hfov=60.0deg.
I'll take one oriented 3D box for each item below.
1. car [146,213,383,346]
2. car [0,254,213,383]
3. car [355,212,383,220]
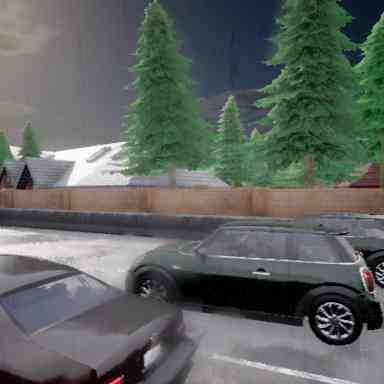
[{"bbox_3d":[0.986,1.353,6.380,4.553,1.767,2.097,0,0,23],"label":"car"},{"bbox_3d":[-2.638,1.547,4.108,5.357,1.411,2.033,0,0,25],"label":"car"},{"bbox_3d":[3.393,1.351,9.154,4.553,1.767,2.097,0,0,23],"label":"car"}]
